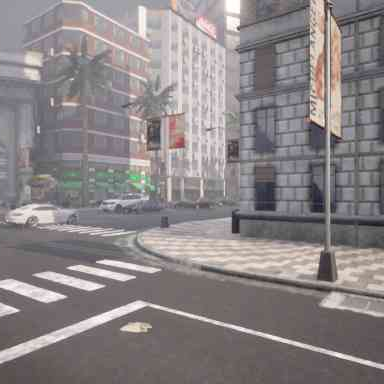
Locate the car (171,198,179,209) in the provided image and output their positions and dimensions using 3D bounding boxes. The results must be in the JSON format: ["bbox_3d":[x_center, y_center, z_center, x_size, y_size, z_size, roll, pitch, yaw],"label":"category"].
[{"bbox_3d":[-1.727,1.526,45.821,1.812,1.442,4.674,0,0,37],"label":"car"}]

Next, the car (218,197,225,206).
[{"bbox_3d":[4.926,1.491,53.578,4.902,1.511,2.128,0,0,-44],"label":"car"}]

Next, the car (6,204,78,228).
[{"bbox_3d":[-9.994,1.526,22.472,1.812,1.442,4.674,0,0,36],"label":"car"}]

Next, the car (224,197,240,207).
[{"bbox_3d":[7.483,1.564,51.198,4.181,1.385,1.994,0,0,-43],"label":"car"}]

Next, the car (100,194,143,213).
[{"bbox_3d":[-7.728,1.221,37.819,2.150,2.045,5.566,0,0,36],"label":"car"}]

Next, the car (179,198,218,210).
[{"bbox_3d":[0.951,1.478,43.602,1.882,1.535,5.008,0,0,38],"label":"car"}]

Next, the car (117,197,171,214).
[{"bbox_3d":[-5.014,1.547,35.625,2.033,1.411,5.357,0,0,36],"label":"car"}]
